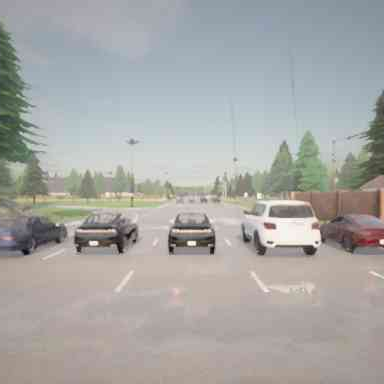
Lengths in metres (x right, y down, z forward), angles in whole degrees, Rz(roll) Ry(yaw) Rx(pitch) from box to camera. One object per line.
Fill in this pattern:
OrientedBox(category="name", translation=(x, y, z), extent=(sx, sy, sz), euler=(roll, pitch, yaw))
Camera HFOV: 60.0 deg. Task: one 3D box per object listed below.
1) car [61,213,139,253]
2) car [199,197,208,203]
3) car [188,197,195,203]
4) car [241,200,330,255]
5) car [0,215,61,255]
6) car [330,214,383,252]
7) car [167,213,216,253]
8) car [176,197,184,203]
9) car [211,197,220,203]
OrientedBox(category="car", translation=(-3.505, 1.635, 14.299), extent=(2.128, 1.511, 4.902), euler=(0, 0, 0))
OrientedBox(category="car", translation=(3.444, 2.406, 94.592), extent=(1.837, 1.490, 4.892), euler=(0, -1, 0))
OrientedBox(category="car", translation=(-0.056, 2.443, 94.536), extent=(2.033, 1.411, 5.357), euler=(0, -1, 0))
OrientedBox(category="car", translation=(3.493, 1.356, 14.025), extent=(2.150, 2.045, 5.566), euler=(0, 0, 0))
OrientedBox(category="car", translation=(-7.007, 1.687, 13.990), extent=(2.033, 1.411, 5.357), euler=(0, -1, 0))
OrientedBox(category="car", translation=(6.996, 1.669, 14.393), extent=(1.812, 1.442, 4.674), euler=(0, 0, 0))
OrientedBox(category="car", translation=(-0.005, 1.635, 14.298), extent=(2.128, 1.511, 4.902), euler=(0, 0, 0))
OrientedBox(category="car", translation=(-3.556, 2.444, 94.550), extent=(2.033, 1.411, 5.357), euler=(0, -1, 0))
OrientedBox(category="car", translation=(6.944, 2.402, 94.520), extent=(1.837, 1.490, 4.892), euler=(0, -1, 0))
